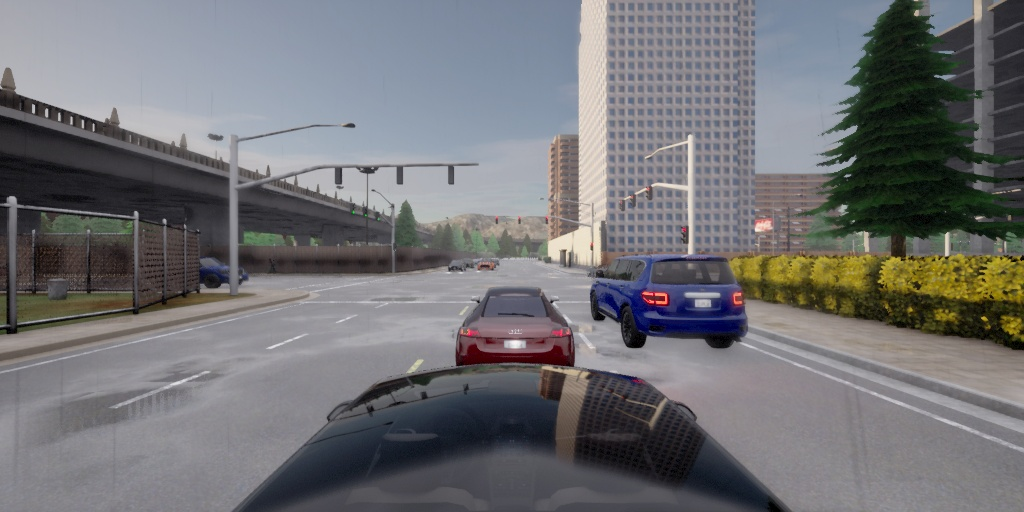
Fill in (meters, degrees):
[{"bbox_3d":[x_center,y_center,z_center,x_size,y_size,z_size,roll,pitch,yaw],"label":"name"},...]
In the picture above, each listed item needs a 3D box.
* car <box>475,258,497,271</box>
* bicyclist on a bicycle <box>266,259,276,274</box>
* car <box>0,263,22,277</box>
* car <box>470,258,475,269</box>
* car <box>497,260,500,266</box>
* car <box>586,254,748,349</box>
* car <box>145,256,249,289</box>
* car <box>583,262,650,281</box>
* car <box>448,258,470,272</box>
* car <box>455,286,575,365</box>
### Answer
[{"bbox_3d":[-3.581,1.102,49.836,2.097,1.767,4.553,0,0,0],"label":"car"},{"bbox_3d":[-25.293,1.106,37.661,0.582,1.620,1.656,0,0,0],"label":"bicyclist on a bicycle"},{"bbox_3d":[-49.281,1.369,33.771,4.181,1.385,1.994,0,0,1],"label":"car"},{"bbox_3d":[-7.083,1.103,55.668,2.097,1.767,4.553,0,0,0],"label":"car"},{"bbox_3d":[-3.576,1.241,58.908,2.128,1.511,4.902,0,0,0],"label":"car"},{"bbox_3d":[3.570,0.971,9.331,2.150,2.045,5.566,0,0,1],"label":"car"},{"bbox_3d":[-20.318,1.026,23.188,5.566,2.045,2.150,0,0,0],"label":"car"},{"bbox_3d":[8.715,1.287,30.092,4.902,1.511,2.128,1,0,-6],"label":"car"},{"bbox_3d":[-7.088,1.254,46.694,1.837,1.490,4.892,0,0,0],"label":"car"},{"bbox_3d":[0.064,1.314,7.465,1.994,1.385,4.181,0,0,0],"label":"car"}]
